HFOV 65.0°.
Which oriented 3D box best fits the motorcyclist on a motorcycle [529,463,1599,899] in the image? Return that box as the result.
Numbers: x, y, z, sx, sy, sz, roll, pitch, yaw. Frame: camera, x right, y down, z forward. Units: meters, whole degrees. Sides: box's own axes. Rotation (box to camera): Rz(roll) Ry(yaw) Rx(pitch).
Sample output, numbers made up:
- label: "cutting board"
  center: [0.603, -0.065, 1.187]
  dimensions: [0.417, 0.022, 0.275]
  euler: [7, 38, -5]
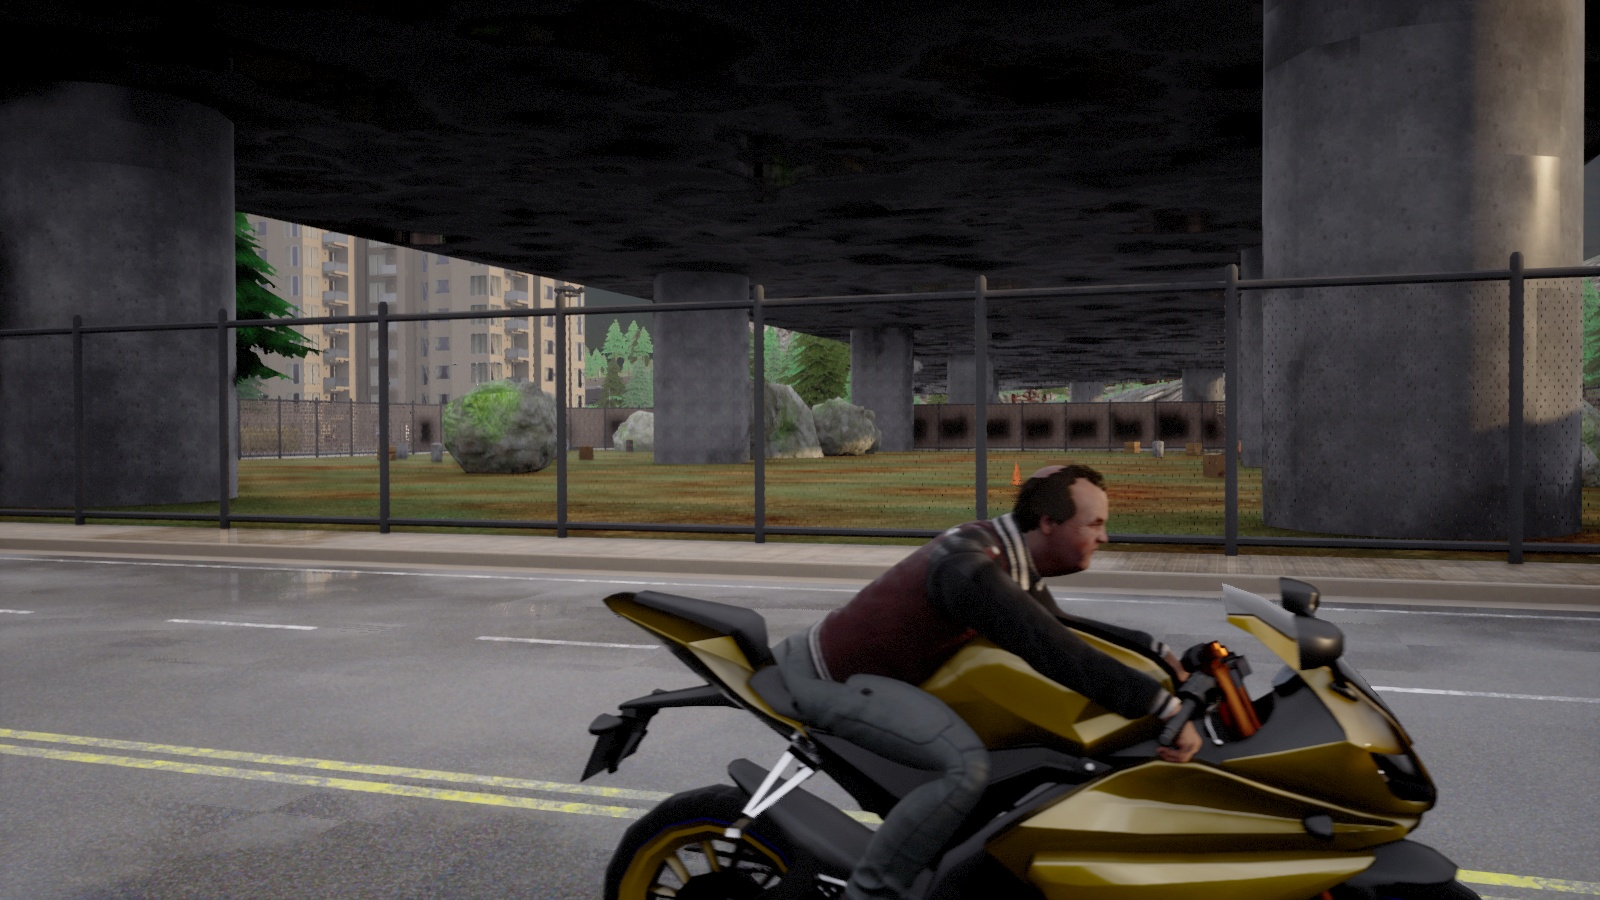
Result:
- label: "motorcyclist on a motorcycle"
  center: [0.541, 0.816, 3.012]
  dimensions: [2.191, 1.530, 0.866]
  euler: [0, 1, 19]
